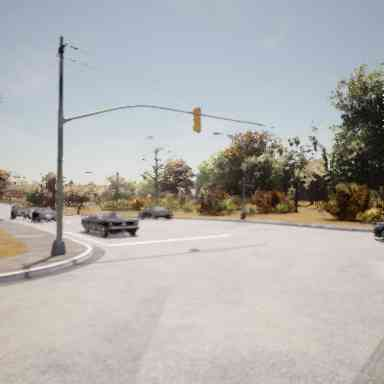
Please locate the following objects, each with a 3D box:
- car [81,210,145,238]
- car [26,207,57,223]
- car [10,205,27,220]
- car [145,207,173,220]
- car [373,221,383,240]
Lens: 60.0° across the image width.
[{"bbox_3d":[-4.752,1.773,19.065,1.895,1.301,4.718,1,-2,-35],"label":"car"},{"bbox_3d":[-15.165,2.369,34.093,2.128,1.511,4.902,1,-3,-35],"label":"car"},{"bbox_3d":[-25.040,2.971,48.501,2.150,2.045,5.566,1,-3,-35],"label":"car"},{"bbox_3d":[-4.085,2.333,36.704,2.033,1.411,5.357,1,-3,-35],"label":"car"},{"bbox_3d":[10.900,1.675,15.086,2.128,1.511,4.902,1,0,-35],"label":"car"}]
